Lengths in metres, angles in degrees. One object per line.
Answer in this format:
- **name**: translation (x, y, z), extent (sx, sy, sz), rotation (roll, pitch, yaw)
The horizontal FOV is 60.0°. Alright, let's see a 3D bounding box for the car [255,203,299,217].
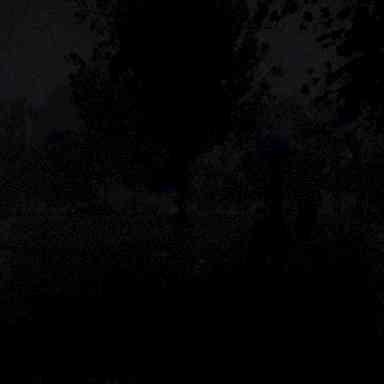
- **car**: translation (9.340, 1.951, 36.886), extent (4.902, 1.511, 2.128), rotation (-1, -1, 45)

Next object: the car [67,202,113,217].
- **car**: translation (-11.500, 1.945, 37.562), extent (5.008, 1.535, 1.882), rotation (0, -2, -36)
